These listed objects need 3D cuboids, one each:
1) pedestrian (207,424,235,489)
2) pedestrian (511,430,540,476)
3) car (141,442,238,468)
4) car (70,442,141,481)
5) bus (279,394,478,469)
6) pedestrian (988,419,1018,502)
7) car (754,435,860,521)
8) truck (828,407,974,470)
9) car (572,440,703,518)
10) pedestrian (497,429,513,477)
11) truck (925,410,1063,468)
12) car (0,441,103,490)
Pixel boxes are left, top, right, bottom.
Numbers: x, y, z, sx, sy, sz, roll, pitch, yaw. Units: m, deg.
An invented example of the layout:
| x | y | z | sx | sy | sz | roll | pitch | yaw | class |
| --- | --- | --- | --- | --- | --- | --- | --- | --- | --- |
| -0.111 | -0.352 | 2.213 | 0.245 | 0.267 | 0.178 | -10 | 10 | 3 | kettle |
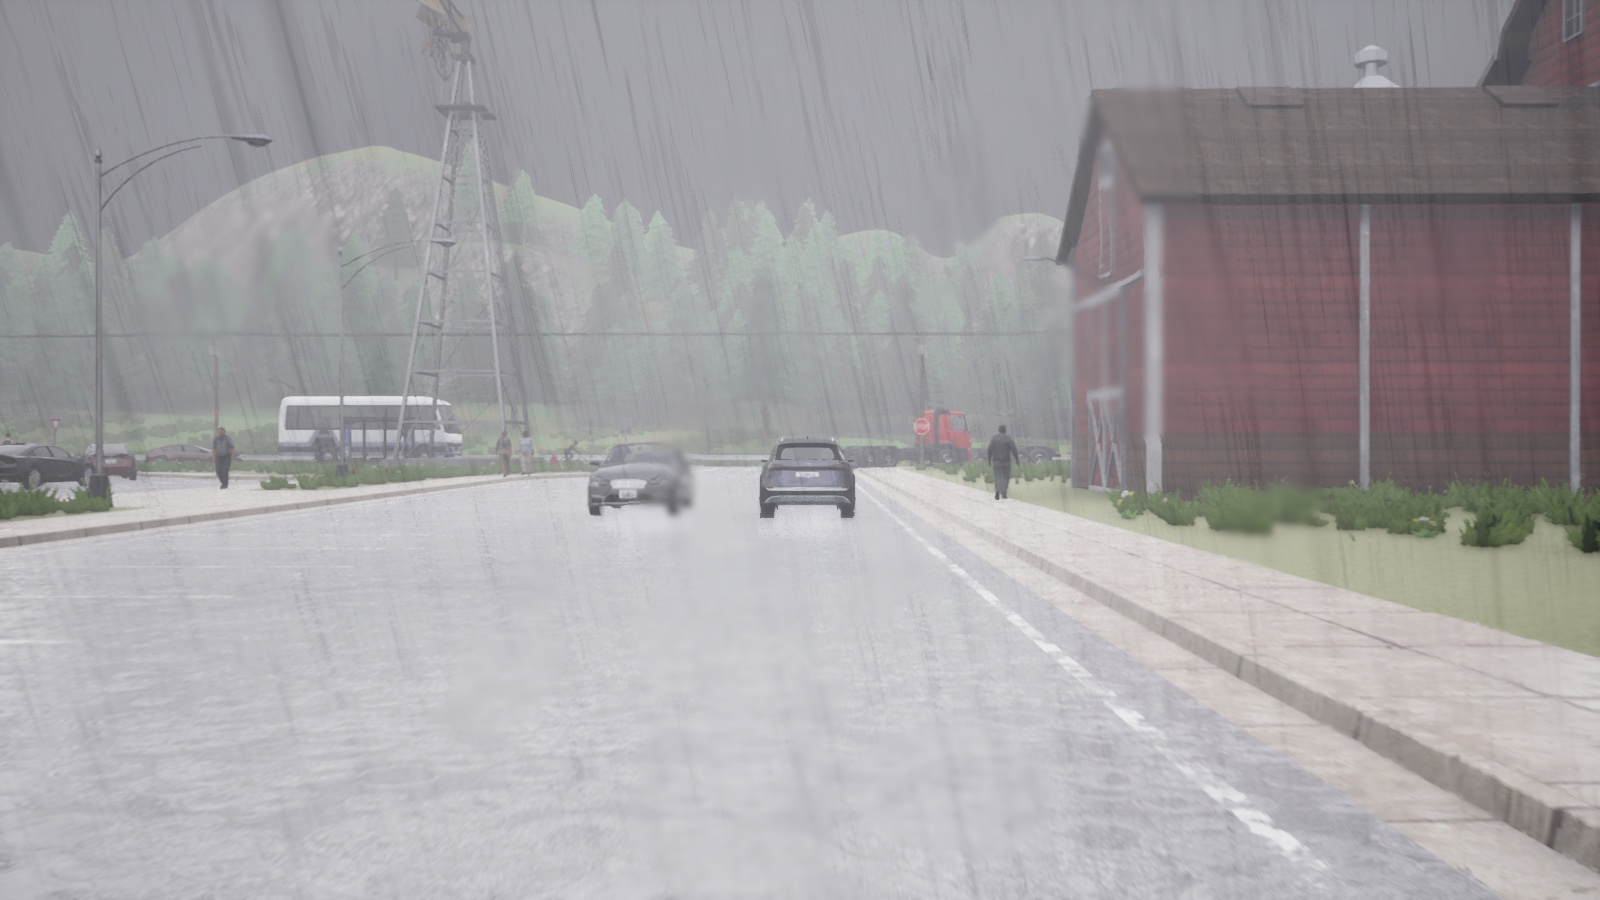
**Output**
| x | y | z | sx | sy | sz | roll | pitch | yaw | class |
| --- | --- | --- | --- | --- | --- | --- | --- | --- | --- |
| -16.677 | 0.184 | 36.182 | 0.540 | 1.848 | 0.694 | 0 | 0 | -7 | pedestrian |
| -11.220 | 0.103 | 51.339 | 0.874 | 1.855 | 0.900 | 0 | 0 | 8 | pedestrian |
| -35.688 | 0.303 | 73.535 | 4.792 | 1.488 | 2.163 | 0 | 0 | -16 | car |
| -28.357 | 0.435 | 51.229 | 2.163 | 1.488 | 4.792 | 0 | 0 | -33 | car |
| -24.524 | -1.064 | 73.488 | 10.273 | 4.253 | 3.944 | 0 | 0 | 1 | bus |
| 4.710 | 0.241 | 29.136 | 0.563 | 1.883 | 0.849 | 0 | 0 | 18 | pedestrian |
| 0.155 | 0.527 | 26.529 | 2.033 | 1.649 | 4.856 | 0 | 0 | 0 | car |
| 5.810 | -0.637 | 71.919 | 7.936 | 3.462 | 2.891 | 0 | 0 | -25 | truck |
| -3.343 | 0.549 | 26.830 | 2.128 | 1.511 | 4.902 | 0 | 0 | 0 | car |
| -11.529 | 0.116 | 49.045 | 0.540 | 1.848 | 0.694 | 0 | 0 | -8 | pedestrian |
| 11.681 | -0.654 | 76.164 | 7.936 | 3.462 | 2.891 | 0 | 0 | 1 | truck |
| -25.627 | 0.467 | 41.907 | 1.882 | 1.535 | 5.008 | 0 | 0 | 0 | car |
